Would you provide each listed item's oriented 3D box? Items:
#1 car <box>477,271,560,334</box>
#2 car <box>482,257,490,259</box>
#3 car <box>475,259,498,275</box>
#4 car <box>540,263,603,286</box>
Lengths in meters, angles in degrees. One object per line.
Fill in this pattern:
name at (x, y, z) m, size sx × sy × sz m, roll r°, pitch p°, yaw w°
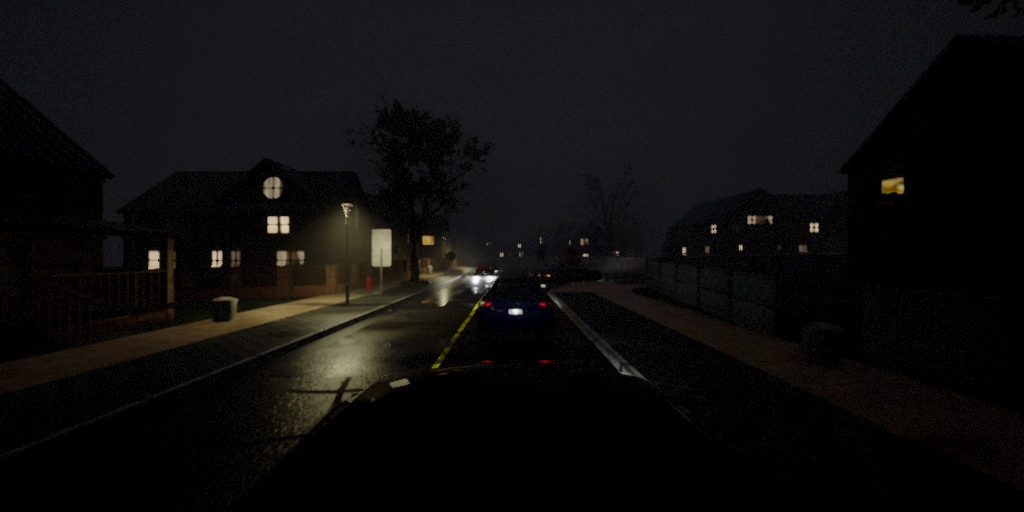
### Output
car at (0.096, 1.302, 10.580) m, size 1.994 × 1.385 × 4.181 m, roll 0°, pitch 0°, yaw 0°
car at (-2.899, 1.210, 50.297) m, size 2.033 × 1.411 × 5.357 m, roll 0°, pitch 0°, yaw 0°
car at (-2.855, 1.288, 38.259) m, size 1.895 × 1.301 × 4.718 m, roll 0°, pitch 0°, yaw 0°
car at (3.655, 1.170, 23.575) m, size 5.357 × 1.411 × 2.033 m, roll -2°, pitch 0°, yaw -39°
